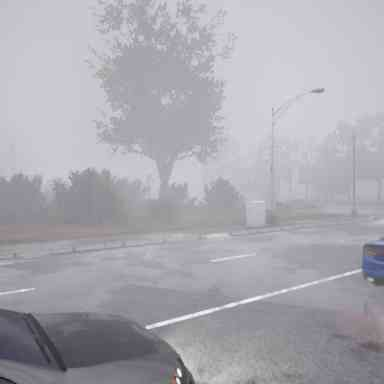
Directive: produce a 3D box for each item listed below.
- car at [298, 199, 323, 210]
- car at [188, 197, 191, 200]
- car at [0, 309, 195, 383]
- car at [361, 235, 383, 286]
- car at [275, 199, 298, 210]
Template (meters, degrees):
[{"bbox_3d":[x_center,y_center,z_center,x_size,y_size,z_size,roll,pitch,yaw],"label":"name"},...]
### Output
[{"bbox_3d":[14.499,1.567,43.115,1.895,1.301,4.718,0,0,-33],"label":"car"},{"bbox_3d":[-2.234,1.108,62.233,2.150,2.045,5.566,0,0,-34],"label":"car"},{"bbox_3d":[-1.975,1.564,2.329,4.181,1.385,1.994,0,0,-36],"label":"car"},{"bbox_3d":[6.159,1.469,8.178,5.008,1.535,1.882,0,0,-36],"label":"car"},{"bbox_3d":[10.857,1.532,42.309,1.994,1.385,4.181,0,0,-33],"label":"car"}]
